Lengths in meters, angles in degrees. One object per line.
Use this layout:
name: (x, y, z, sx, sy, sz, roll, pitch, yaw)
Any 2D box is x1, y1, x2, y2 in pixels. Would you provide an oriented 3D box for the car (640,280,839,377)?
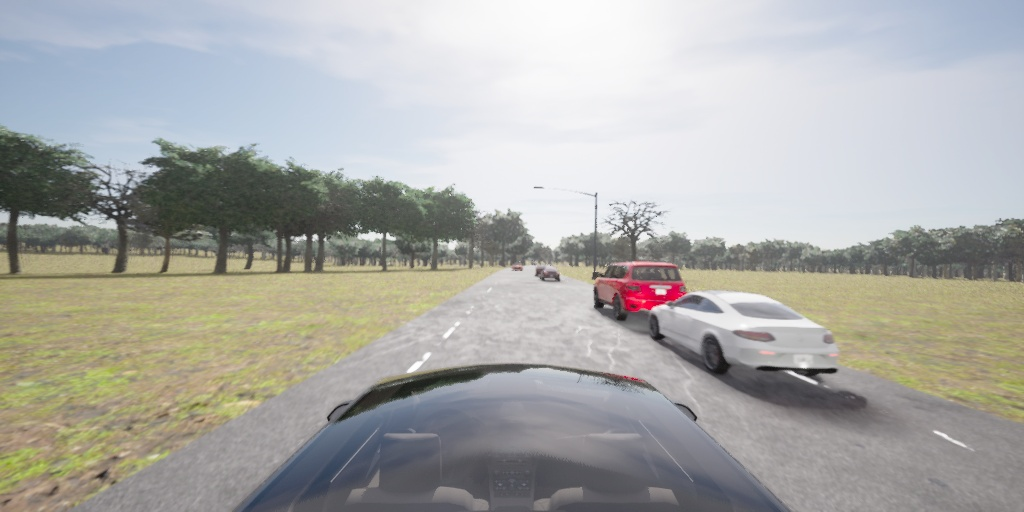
car: (4.597, 1.475, 7.905, 1.812, 1.442, 4.674, 2, -1, 1)

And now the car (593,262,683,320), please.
car: (4.703, 1.250, 13.956, 2.150, 2.045, 5.566, 1, -1, 1)

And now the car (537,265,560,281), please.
car: (4.023, 1.842, 38.113, 1.812, 1.442, 4.674, 2, -1, 1)

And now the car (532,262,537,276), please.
car: (4.123, 1.931, 48.392, 1.882, 1.535, 5.008, 2, 0, 1)
